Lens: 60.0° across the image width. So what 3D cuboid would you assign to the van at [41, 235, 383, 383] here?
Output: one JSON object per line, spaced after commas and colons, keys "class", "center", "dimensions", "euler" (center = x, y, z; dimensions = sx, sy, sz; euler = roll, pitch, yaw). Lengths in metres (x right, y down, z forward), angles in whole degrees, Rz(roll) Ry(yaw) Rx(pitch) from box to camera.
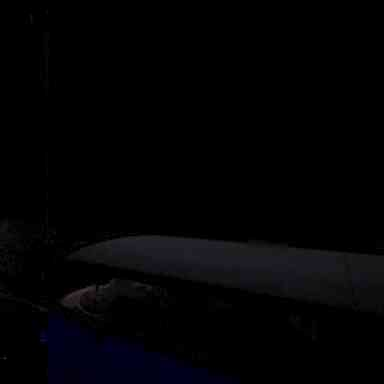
{"class": "van", "center": [0.409, 1.351, 2.779], "dimensions": [3.998, 1.788, 1.690], "euler": [-1, 0, 35]}
